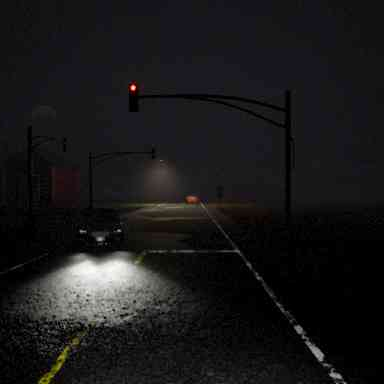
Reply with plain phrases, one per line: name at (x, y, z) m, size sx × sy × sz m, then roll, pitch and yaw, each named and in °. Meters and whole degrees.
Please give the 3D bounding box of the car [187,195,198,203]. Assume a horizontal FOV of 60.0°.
car at (0.093, 1.284, 66.545) m, size 2.097 × 1.767 × 4.553 m, roll 0°, pitch 0°, yaw 0°

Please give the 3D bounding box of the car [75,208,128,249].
car at (-3.955, 1.488, 14.737) m, size 2.128 × 1.511 × 4.902 m, roll 1°, pitch 0°, yaw -13°
